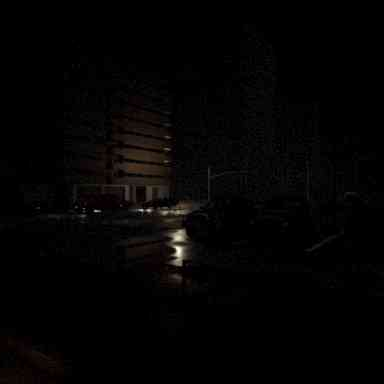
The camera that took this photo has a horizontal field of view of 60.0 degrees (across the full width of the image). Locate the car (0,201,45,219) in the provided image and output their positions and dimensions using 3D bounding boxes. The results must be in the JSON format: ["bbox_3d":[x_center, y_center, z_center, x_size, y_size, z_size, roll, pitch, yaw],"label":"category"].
[{"bbox_3d":[-15.411,1.563,28.694,1.994,1.385,4.181,0,0,34],"label":"car"}]

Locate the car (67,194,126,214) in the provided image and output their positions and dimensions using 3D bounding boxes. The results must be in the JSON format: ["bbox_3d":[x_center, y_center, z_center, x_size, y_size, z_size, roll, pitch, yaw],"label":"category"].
[{"bbox_3d":[-10.305,1.221,36.295,2.150,2.045,5.566,0,0,34],"label":"car"}]

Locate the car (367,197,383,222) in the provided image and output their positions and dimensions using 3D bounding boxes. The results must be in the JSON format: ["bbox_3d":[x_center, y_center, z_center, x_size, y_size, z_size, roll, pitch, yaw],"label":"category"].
[{"bbox_3d":[15.935,1.395,27.290,1.970,1.475,3.806,0,0,34],"label":"car"}]

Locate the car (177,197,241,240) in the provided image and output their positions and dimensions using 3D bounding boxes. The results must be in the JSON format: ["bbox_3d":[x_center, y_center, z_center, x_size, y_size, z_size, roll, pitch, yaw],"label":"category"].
[{"bbox_3d":[1.542,1.153,16.003,1.932,1.855,4.605,0,0,34],"label":"car"}]

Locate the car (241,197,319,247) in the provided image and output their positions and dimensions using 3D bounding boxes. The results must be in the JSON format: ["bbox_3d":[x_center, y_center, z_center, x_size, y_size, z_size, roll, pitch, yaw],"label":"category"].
[{"bbox_3d":[3.909,1.156,14.336,1.905,1.878,3.866,0,0,34],"label":"car"}]

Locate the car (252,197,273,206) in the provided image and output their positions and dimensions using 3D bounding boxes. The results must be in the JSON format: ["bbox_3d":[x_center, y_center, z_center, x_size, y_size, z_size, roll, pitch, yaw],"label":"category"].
[{"bbox_3d":[12.090,1.525,56.754,1.812,1.442,4.674,0,0,34],"label":"car"}]

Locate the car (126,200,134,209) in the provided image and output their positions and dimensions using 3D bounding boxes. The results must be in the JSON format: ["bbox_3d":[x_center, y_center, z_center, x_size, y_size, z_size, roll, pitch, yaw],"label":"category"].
[{"bbox_3d":[-9.952,1.547,43.102,2.033,1.411,5.357,0,0,34],"label":"car"}]

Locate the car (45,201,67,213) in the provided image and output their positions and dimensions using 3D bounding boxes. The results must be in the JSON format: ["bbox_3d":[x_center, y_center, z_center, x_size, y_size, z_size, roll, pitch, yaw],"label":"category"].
[{"bbox_3d":[-15.327,1.600,35.098,1.895,1.301,4.718,0,0,34],"label":"car"}]

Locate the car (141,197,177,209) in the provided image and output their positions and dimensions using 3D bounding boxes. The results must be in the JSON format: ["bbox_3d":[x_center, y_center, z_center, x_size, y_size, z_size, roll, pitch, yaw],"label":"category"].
[{"bbox_3d":[-4.497,1.547,44.933,2.033,1.411,5.357,0,0,34],"label":"car"}]

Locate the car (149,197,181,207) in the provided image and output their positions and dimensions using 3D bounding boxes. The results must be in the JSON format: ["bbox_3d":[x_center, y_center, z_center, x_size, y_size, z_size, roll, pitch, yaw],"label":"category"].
[{"bbox_3d":[-4.121,1.547,51.719,2.033,1.411,5.357,0,0,35],"label":"car"}]
